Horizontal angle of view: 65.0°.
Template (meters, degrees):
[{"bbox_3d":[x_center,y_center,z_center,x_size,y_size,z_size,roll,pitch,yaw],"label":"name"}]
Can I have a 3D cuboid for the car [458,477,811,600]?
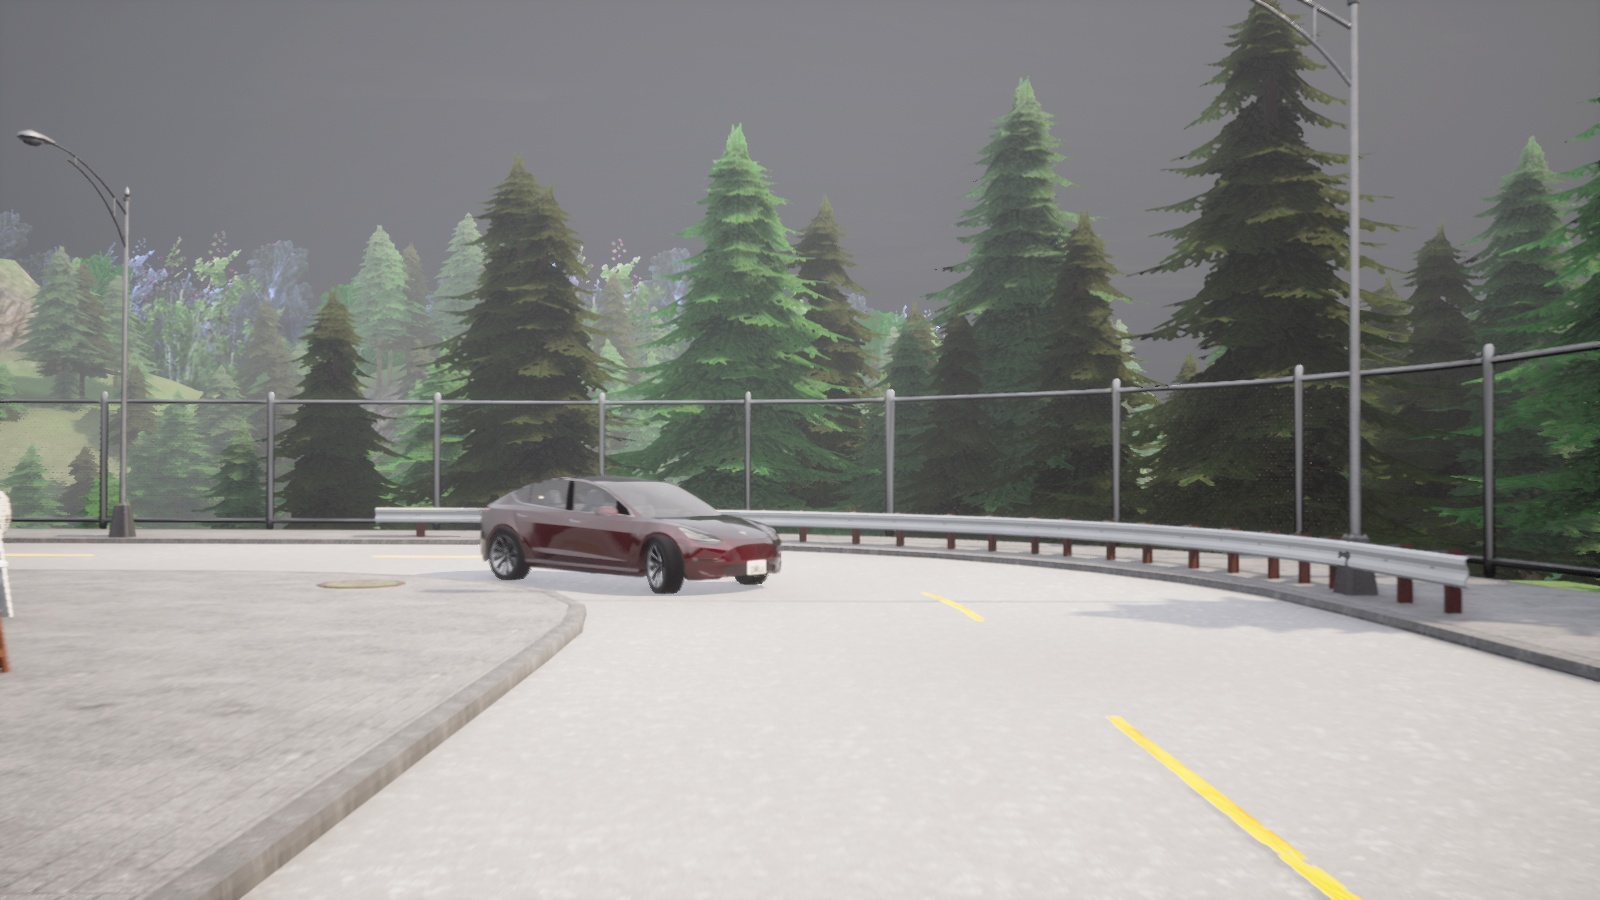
[{"bbox_3d":[-2.400,1.119,17.531,4.792,1.488,2.163,-1,-1,38],"label":"car"}]
